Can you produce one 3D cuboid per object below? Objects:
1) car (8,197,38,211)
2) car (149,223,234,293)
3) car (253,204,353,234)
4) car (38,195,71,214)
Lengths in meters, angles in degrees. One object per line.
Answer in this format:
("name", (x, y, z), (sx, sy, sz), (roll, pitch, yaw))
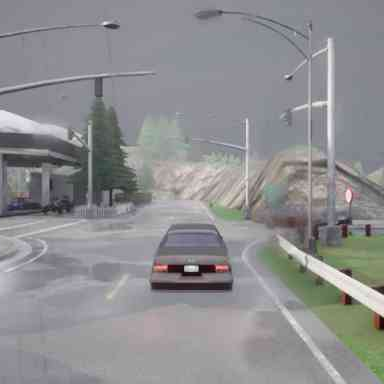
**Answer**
("car", (-20.234, 1.470, 40.246), (2.242, 1.667, 4.611), (0, 0, -1))
("car", (0.022, 1.545, 9.005), (2.033, 1.411, 5.357), (0, 0, 1))
("car", (5.776, 1.362, 17.997), (2.033, 1.411, 5.357), (-1, 0, -38))
("car", (-14.527, 1.304, 35.968), (1.905, 1.878, 3.866), (0, 0, -1))
